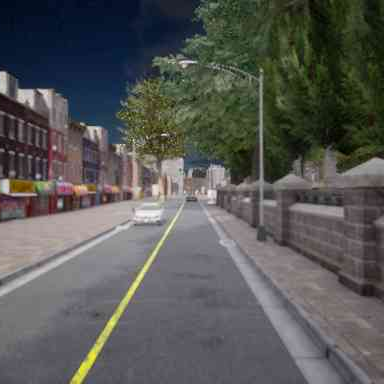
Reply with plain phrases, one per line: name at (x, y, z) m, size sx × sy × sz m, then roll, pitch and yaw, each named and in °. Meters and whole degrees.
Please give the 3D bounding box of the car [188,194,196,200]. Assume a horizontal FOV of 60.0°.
car at (0.000, 1.109, 78.016) m, size 1.895 × 1.301 × 4.718 m, roll 0°, pitch 0°, yaw 0°

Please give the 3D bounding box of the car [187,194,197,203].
car at (0.009, 1.234, 59.907) m, size 2.128 × 1.511 × 4.902 m, roll 0°, pitch 0°, yaw 0°

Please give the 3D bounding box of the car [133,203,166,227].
car at (-2.850, 1.495, 22.978) m, size 1.812 × 1.442 × 4.674 m, roll 0°, pitch 0°, yaw 0°
